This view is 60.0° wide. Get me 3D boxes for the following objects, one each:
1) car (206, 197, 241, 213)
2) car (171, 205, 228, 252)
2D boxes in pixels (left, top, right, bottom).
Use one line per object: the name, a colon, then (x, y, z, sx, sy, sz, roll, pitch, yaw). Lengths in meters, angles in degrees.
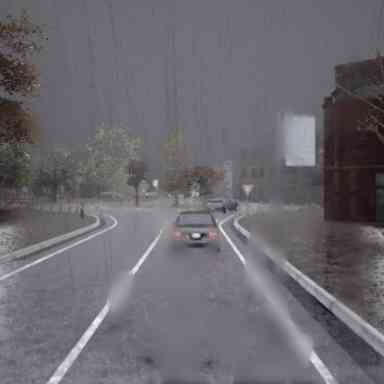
car: (2.964, 1.203, 30.697, 2.128, 1.511, 4.902, 0, 0, 28)
car: (0.136, 1.467, 13.488, 2.033, 1.411, 5.357, 0, 0, 0)
